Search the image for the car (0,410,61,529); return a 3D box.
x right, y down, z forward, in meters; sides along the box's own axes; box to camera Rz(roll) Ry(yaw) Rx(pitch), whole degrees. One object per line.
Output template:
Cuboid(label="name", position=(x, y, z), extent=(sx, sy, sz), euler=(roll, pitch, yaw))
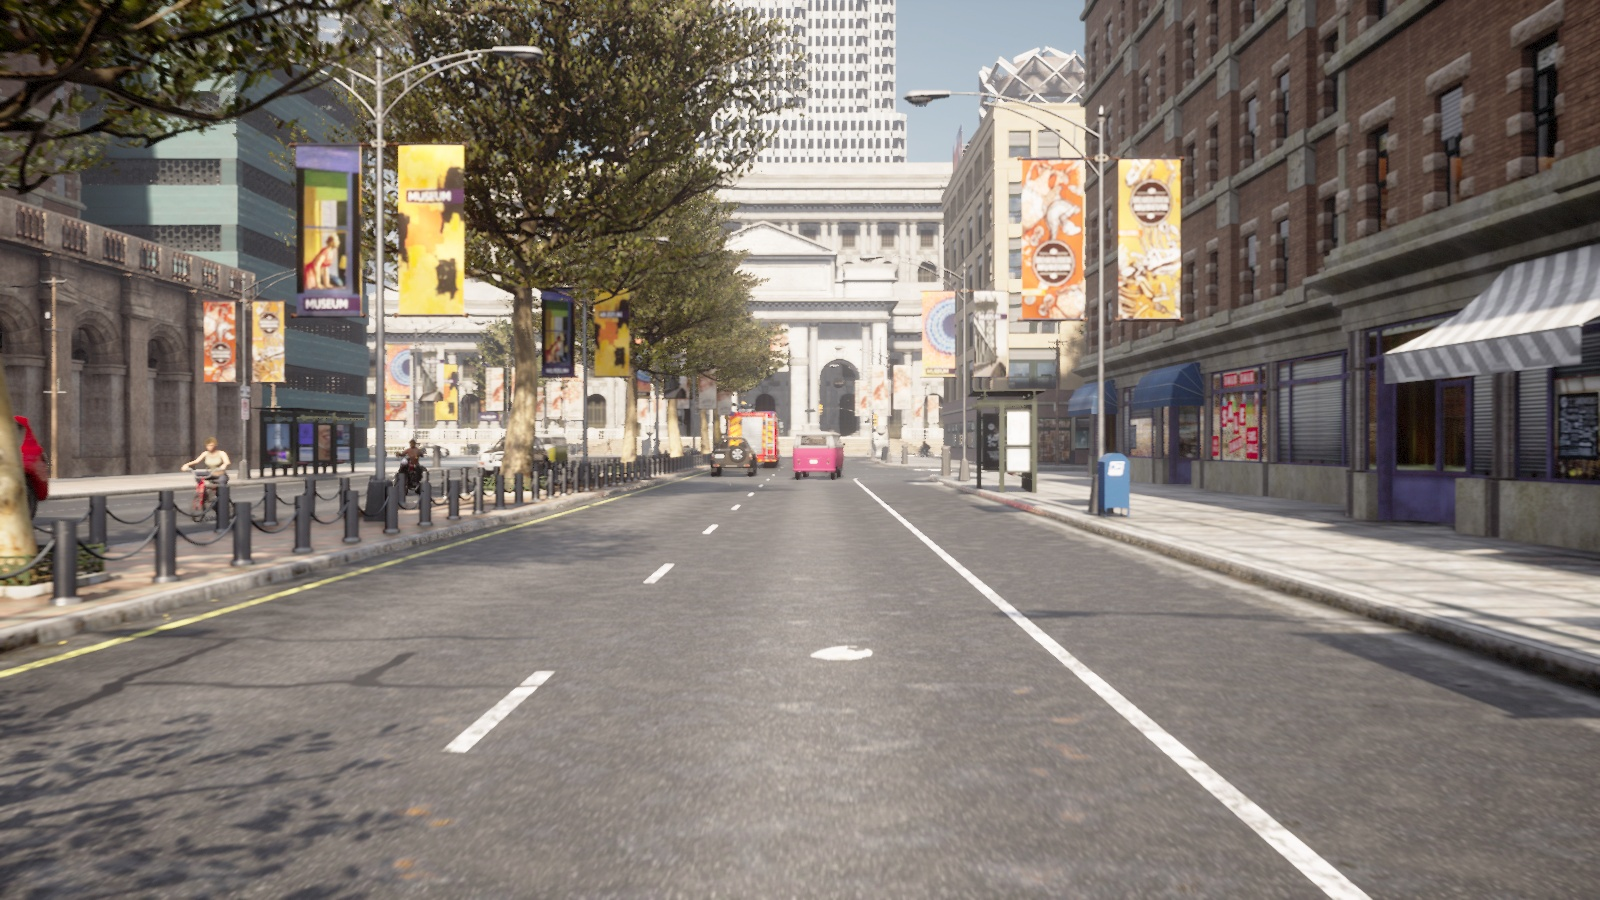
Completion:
Cuboid(label="car", position=(-14.811, 0.337, 20.538), extent=(2.150, 2.045, 5.566), euler=(0, 0, 0))

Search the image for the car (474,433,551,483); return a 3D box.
Cuboid(label="car", position=(-11.077, 0.280, 48.694), extent=(1.932, 1.855, 4.605), euler=(0, 0, 0))

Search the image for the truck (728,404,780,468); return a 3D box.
Cuboid(label="truck", position=(-2.825, -0.865, 78.865), extent=(2.891, 3.827, 8.468), euler=(0, 0, 0))

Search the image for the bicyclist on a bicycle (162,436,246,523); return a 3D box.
Cuboid(label="bicyclist on a bicycle", position=(-11.289, 0.539, 23.830), extent=(0.866, 1.612, 1.509), euler=(0, 0, 0))

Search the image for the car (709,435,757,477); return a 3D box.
Cuboid(label="car", position=(-3.005, 0.238, 57.300), extent=(1.932, 1.855, 4.605), euler=(0, 0, 0))

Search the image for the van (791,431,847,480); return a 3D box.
Cuboid(label="van", position=(0.838, 0.202, 52.774), extent=(1.775, 1.987, 4.442), euler=(0, 0, 8))

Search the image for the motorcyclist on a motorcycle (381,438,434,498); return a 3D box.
Cuboid(label="motorcyclist on a motorcycle", position=(-11.184, 0.485, 35.864), extent=(0.766, 1.649, 2.350), euler=(0, 0, 0))

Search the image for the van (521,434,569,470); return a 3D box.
Cuboid(label="van", position=(-14.391, 0.087, 71.004), extent=(1.775, 1.987, 4.442), euler=(0, 0, 0))
